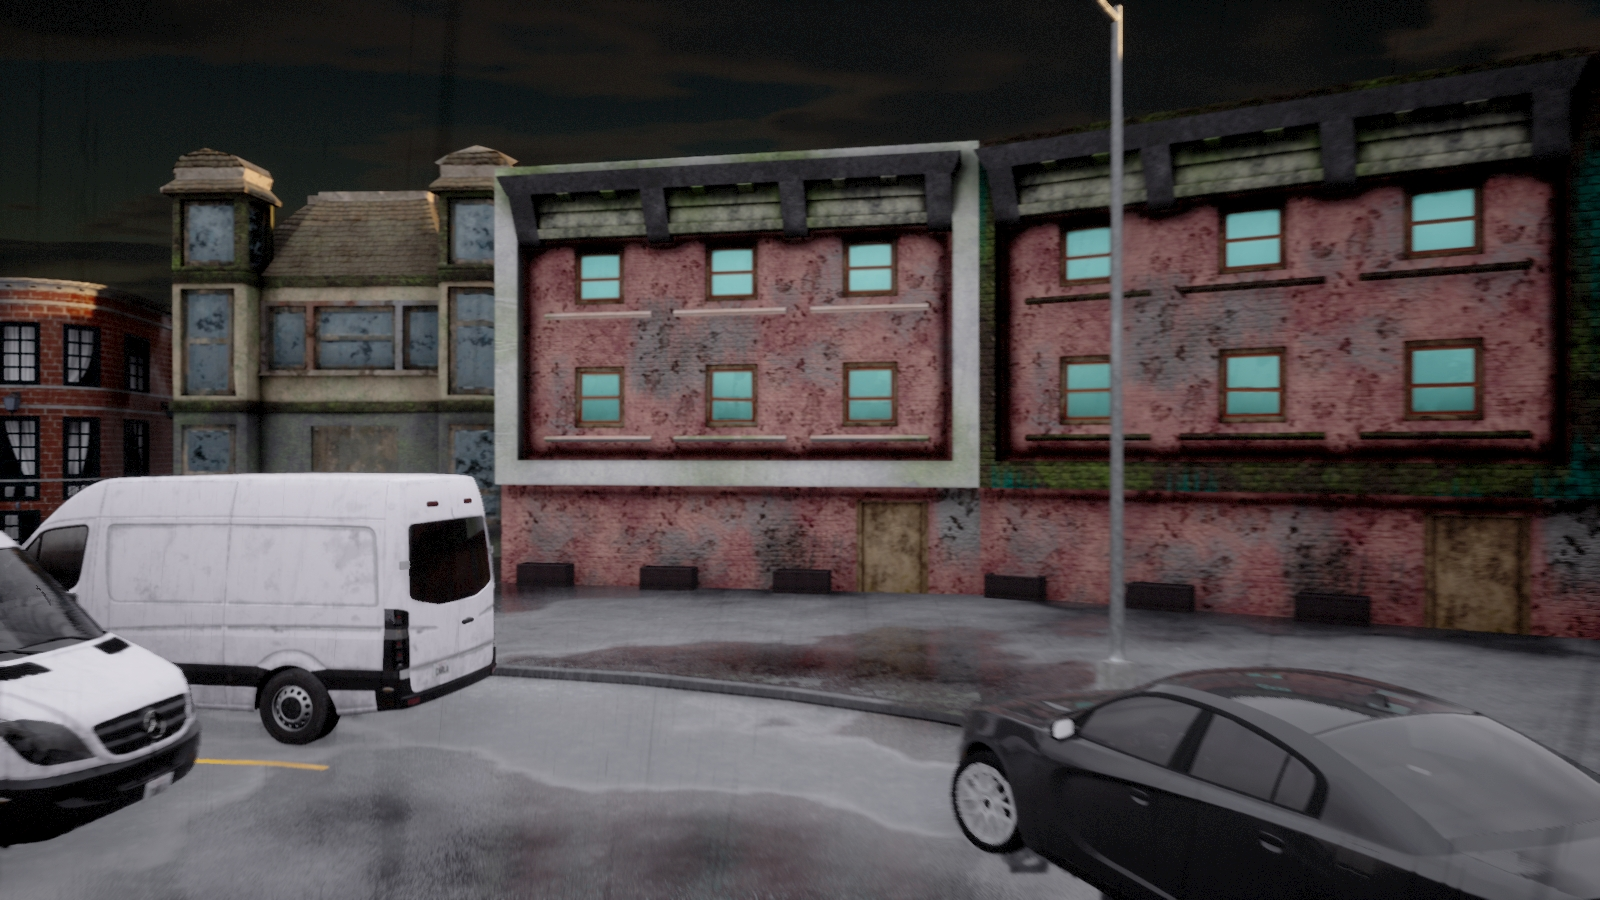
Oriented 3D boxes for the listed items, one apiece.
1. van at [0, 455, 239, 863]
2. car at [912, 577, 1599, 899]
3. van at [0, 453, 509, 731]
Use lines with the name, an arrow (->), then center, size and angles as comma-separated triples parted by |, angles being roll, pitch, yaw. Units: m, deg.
van -> -7.506, 1.317, 8.310 | 5.915, 2.561, 1.988 | 0, 0, 3
car -> 2.725, 1.814, 6.737 | 2.097, 1.535, 5.006 | 0, 0, -21
van -> -6.293, 1.316, 12.182 | 5.915, 2.561, 1.988 | 0, 0, 13
